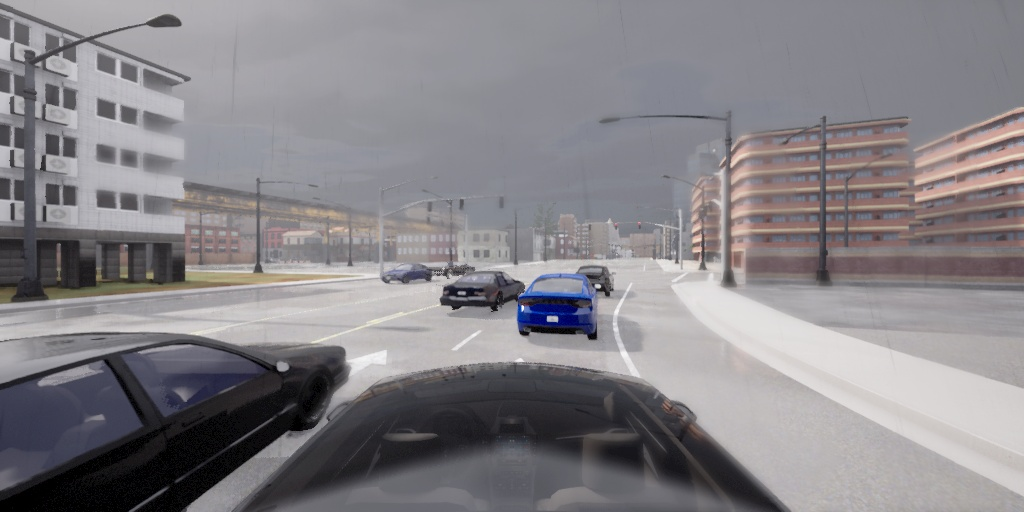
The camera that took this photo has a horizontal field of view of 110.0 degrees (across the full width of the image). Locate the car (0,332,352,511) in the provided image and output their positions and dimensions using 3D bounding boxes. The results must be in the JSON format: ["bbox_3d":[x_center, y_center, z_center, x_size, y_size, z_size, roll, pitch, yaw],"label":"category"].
[{"bbox_3d":[-3.209,1.297,2.535,2.033,1.411,5.357,0,0,2],"label":"car"}]

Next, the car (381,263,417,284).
[{"bbox_3d":[-7.757,1.275,27.054,1.812,1.442,4.674,0,0,21],"label":"car"}]

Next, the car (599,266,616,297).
[{"bbox_3d":[4.392,1.249,19.157,1.837,1.490,4.892,0,0,19],"label":"car"}]

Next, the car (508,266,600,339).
[{"bbox_3d":[1.473,1.225,10.232,1.882,1.535,5.008,0,0,14],"label":"car"}]

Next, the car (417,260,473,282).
[{"bbox_3d":[-4.458,0.952,25.880,1.895,1.301,4.718,0,0,21],"label":"car"}]

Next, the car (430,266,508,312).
[{"bbox_3d":[-0.937,1.294,14.401,2.033,1.411,5.357,0,0,17],"label":"car"}]
